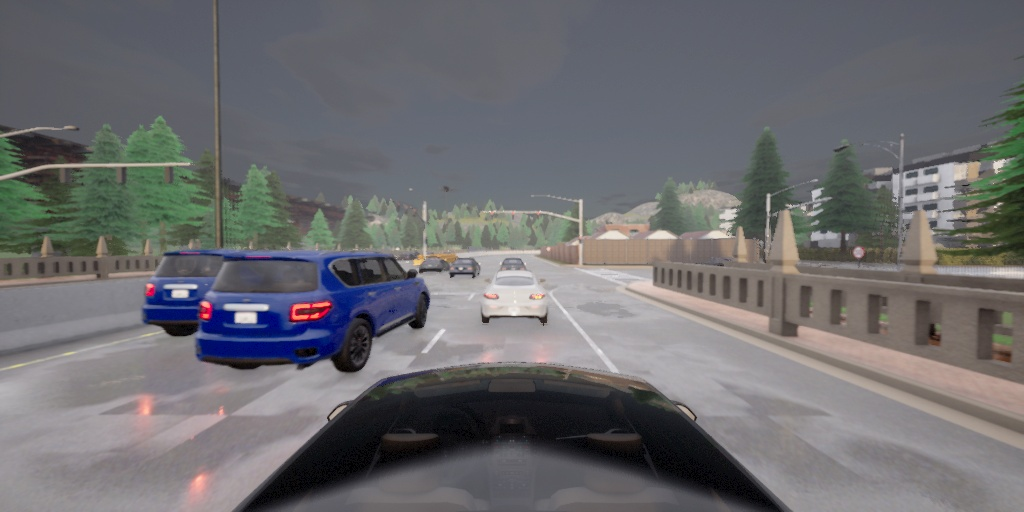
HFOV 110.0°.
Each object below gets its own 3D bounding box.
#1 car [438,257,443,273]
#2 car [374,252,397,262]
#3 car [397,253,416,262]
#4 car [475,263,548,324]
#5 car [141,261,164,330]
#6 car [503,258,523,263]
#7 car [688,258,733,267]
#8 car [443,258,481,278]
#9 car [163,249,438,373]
[{"bbox_3d":[-6.922,0.742,32.309,1.994,1.385,4.181,0,1,0],"label":"car"},{"bbox_3d":[-21.070,0.105,60.010,2.128,1.511,4.902,0,1,1],"label":"car"},{"bbox_3d":[-17.575,0.177,60.055,1.994,1.385,4.181,0,1,1],"label":"car"},{"bbox_3d":[0.095,1.132,11.189,1.812,1.442,4.674,0,1,1],"label":"car"},{"bbox_3d":[-6.920,0.843,10.057,2.150,2.045,5.566,0,1,-2],"label":"car"},{"bbox_3d":[0.072,0.840,26.691,2.033,1.411,5.357,0,1,0],"label":"car"},{"bbox_3d":[18.052,0.793,31.542,4.718,1.301,1.895,0,1,2],"label":"car"},{"bbox_3d":[-3.428,0.840,26.684,2.033,1.411,5.357,0,1,0],"label":"car"},{"bbox_3d":[-3.486,0.894,7.644,2.150,2.045,5.566,0,1,4],"label":"car"}]
